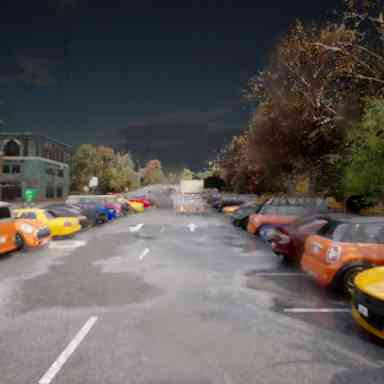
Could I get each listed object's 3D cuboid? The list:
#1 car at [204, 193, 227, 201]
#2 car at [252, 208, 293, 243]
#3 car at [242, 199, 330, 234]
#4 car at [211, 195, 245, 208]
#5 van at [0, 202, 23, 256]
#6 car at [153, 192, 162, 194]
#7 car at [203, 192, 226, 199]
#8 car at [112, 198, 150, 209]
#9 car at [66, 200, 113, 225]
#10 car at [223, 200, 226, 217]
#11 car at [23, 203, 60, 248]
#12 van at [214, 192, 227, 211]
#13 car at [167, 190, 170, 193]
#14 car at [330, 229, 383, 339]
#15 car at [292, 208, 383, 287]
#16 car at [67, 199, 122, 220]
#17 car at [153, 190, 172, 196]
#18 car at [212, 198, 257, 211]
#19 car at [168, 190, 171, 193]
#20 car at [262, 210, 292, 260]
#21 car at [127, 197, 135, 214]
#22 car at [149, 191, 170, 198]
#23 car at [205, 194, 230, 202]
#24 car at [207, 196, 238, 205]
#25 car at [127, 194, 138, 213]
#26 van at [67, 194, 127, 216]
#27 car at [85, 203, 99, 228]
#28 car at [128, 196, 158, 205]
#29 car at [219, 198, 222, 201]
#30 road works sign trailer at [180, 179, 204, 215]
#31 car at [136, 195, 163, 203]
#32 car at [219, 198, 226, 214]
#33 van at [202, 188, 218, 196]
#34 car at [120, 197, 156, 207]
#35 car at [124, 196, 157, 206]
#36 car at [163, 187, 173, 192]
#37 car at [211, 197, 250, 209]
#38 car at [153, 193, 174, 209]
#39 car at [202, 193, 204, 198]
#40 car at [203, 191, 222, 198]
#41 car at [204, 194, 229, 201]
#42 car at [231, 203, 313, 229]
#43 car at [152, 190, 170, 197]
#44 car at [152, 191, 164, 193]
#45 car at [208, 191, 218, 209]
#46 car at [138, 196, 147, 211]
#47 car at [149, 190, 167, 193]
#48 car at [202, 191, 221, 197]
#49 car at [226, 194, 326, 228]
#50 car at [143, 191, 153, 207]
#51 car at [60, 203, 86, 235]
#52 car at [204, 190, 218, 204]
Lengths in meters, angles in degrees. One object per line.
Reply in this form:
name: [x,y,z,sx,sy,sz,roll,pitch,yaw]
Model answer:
car: [5.038,1.051,71.947,5.008,1.535,2.097,0,2,0]
car: [5.044,1.533,13.305,4.674,1.452,2.002,0,0,0]
car: [5.010,1.369,16.090,4.553,1.767,2.185,0,0,0]
car: [5.074,1.357,46.848,4.553,1.767,2.185,0,0,0]
van: [-8.156,1.265,10.561,4.442,1.987,1.878,0,0,0]
car: [-8.006,1.253,57.834,4.553,1.767,2.185,0,1,0]
car: [5.229,0.859,77.391,5.366,1.575,1.946,0,2,0]
car: [-8.040,1.529,43.898,4.674,1.452,2.002,0,0,0]
car: [-8.044,1.496,21.632,5.008,1.535,2.097,0,0,0]
car: [5.048,1.497,24.444,4.892,1.521,2.231,0,0,0]
car: [-8.070,1.367,13.282,4.553,1.767,2.185,0,0,0]
van: [4.925,1.267,35.584,4.442,1.987,1.878,0,0,0]
car: [-8.065,0.996,74.558,4.792,1.488,2.163,0,2,0]
car: [5.045,1.486,4.951,5.008,1.535,2.097,0,0,0]
car: [5.009,1.363,7.736,4.553,1.767,2.185,0,0,0]
car: [-8.033,1.496,24.415,5.008,1.535,2.097,0,0,0]
car: [-8.065,0.246,91.253,4.792,1.488,2.163,0,3,0]
car: [5.227,1.487,41.154,5.366,1.575,1.946,0,0,0]
car: [-8.042,0.865,77.334,4.892,1.521,2.231,0,2,0]
car: [5.035,1.491,10.520,5.008,1.535,2.097,0,0,0]
car: [-8.032,1.496,29.982,4.892,1.521,2.231,0,0,0]
car: [-8.041,0.627,82.912,5.008,1.535,2.097,0,2,0]
car: [5.037,1.211,66.241,4.892,1.521,2.231,0,2,0]
car: [5.048,1.414,55.219,5.008,1.535,2.097,0,1,0]
car: [-8.070,1.368,32.890,4.553,1.767,2.185,0,0,0]
van: [-7.922,1.270,27.198,4.442,1.987,1.878,0,0,0]
car: [-8.036,1.536,18.848,4.674,1.452,2.002,0,0,0]
car: [-8.034,1.457,55.050,4.674,1.452,2.002,0,1,0]
car: [5.044,1.535,30.015,4.674,1.452,2.002,0,0,0]
road works sign trailer: [0.002,0.478,33.673,2.380,3.560,2.880,0,0,0]
car: [-8.008,1.305,63.404,4.792,1.488,2.163,0,1,0]
car: [5.047,1.496,27.230,5.008,1.535,2.097,0,0,0]
van: [4.918,-0.011,91.322,4.442,1.987,1.878,-1,3,0]
car: [-8.043,1.469,49.471,5.008,1.535,2.097,0,0,0]
car: [-8.043,1.447,52.260,5.008,1.535,2.097,0,1,0]
car: [-8.008,0.499,80.110,5.566,2.045,2.435,0,2,0]
car: [5.037,1.488,44.063,5.008,1.535,2.097,0,0,0]
car: [-3.594,1.355,44.461,2.097,1.767,4.553,0,0,0]
car: [4.857,1.373,58.008,5.366,1.575,1.946,0,1,0]
car: [5.073,0.654,82.975,4.792,1.488,2.163,0,3,0]
car: [5.038,1.133,69.158,5.008,1.535,2.097,0,2,0]
car: [5.070,1.526,21.662,4.792,1.488,2.163,0,0,0]
car: [-8.005,0.370,85.682,4.553,1.767,2.185,0,3,0]
car: [-8.006,1.206,60.614,4.553,1.767,2.185,0,1,0]
car: [5.014,1.240,38.369,5.566,2.045,2.435,0,0,0]
car: [-7.853,1.489,35.548,5.366,1.575,1.946,0,0,0]
car: [-8.068,1.013,68.974,4.553,1.767,2.185,0,2,0]
car: [5.047,0.526,85.884,4.674,1.452,2.002,0,3,0]
car: [5.013,1.245,18.874,5.566,2.045,2.435,0,0,0]
car: [-8.009,1.239,41.115,5.566,2.045,2.435,0,0,0]
car: [-8.224,1.491,16.065,5.366,1.575,1.946,0,0,0]
car: [5.071,1.194,52.427,5.566,2.045,2.435,0,1,0]
